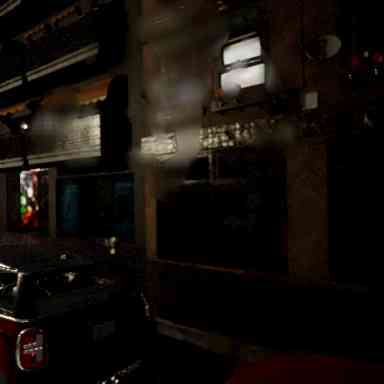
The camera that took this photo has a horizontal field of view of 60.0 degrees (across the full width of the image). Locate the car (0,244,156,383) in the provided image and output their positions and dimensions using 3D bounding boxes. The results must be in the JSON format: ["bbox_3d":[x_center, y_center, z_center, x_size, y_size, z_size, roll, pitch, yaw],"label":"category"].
[{"bbox_3d":[-2.482,1.432,4.524,4.097,1.590,1.967,0,-1,36],"label":"car"}]

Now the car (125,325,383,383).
[{"bbox_3d":[2.016,1.547,1.304,4.507,1.381,1.887,0,-1,36],"label":"car"}]
